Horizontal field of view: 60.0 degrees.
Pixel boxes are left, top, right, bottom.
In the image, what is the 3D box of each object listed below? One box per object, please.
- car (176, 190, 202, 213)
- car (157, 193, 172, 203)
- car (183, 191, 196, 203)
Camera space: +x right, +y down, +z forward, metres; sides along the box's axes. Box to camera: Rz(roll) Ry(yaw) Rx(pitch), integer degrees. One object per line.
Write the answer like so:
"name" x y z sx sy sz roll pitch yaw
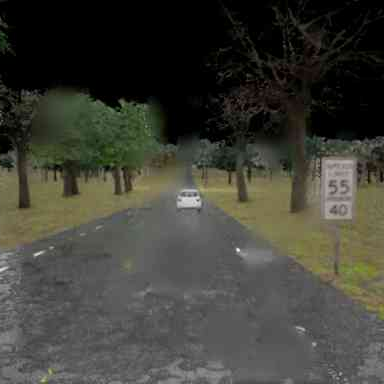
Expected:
"car" -0.261 0.793 30.982 2.150 2.045 5.566 0 1 0
"car" -3.941 0.846 48.039 1.895 1.301 4.718 0 2 -1
"car" -0.376 0.676 48.222 1.812 1.442 4.674 0 2 0
